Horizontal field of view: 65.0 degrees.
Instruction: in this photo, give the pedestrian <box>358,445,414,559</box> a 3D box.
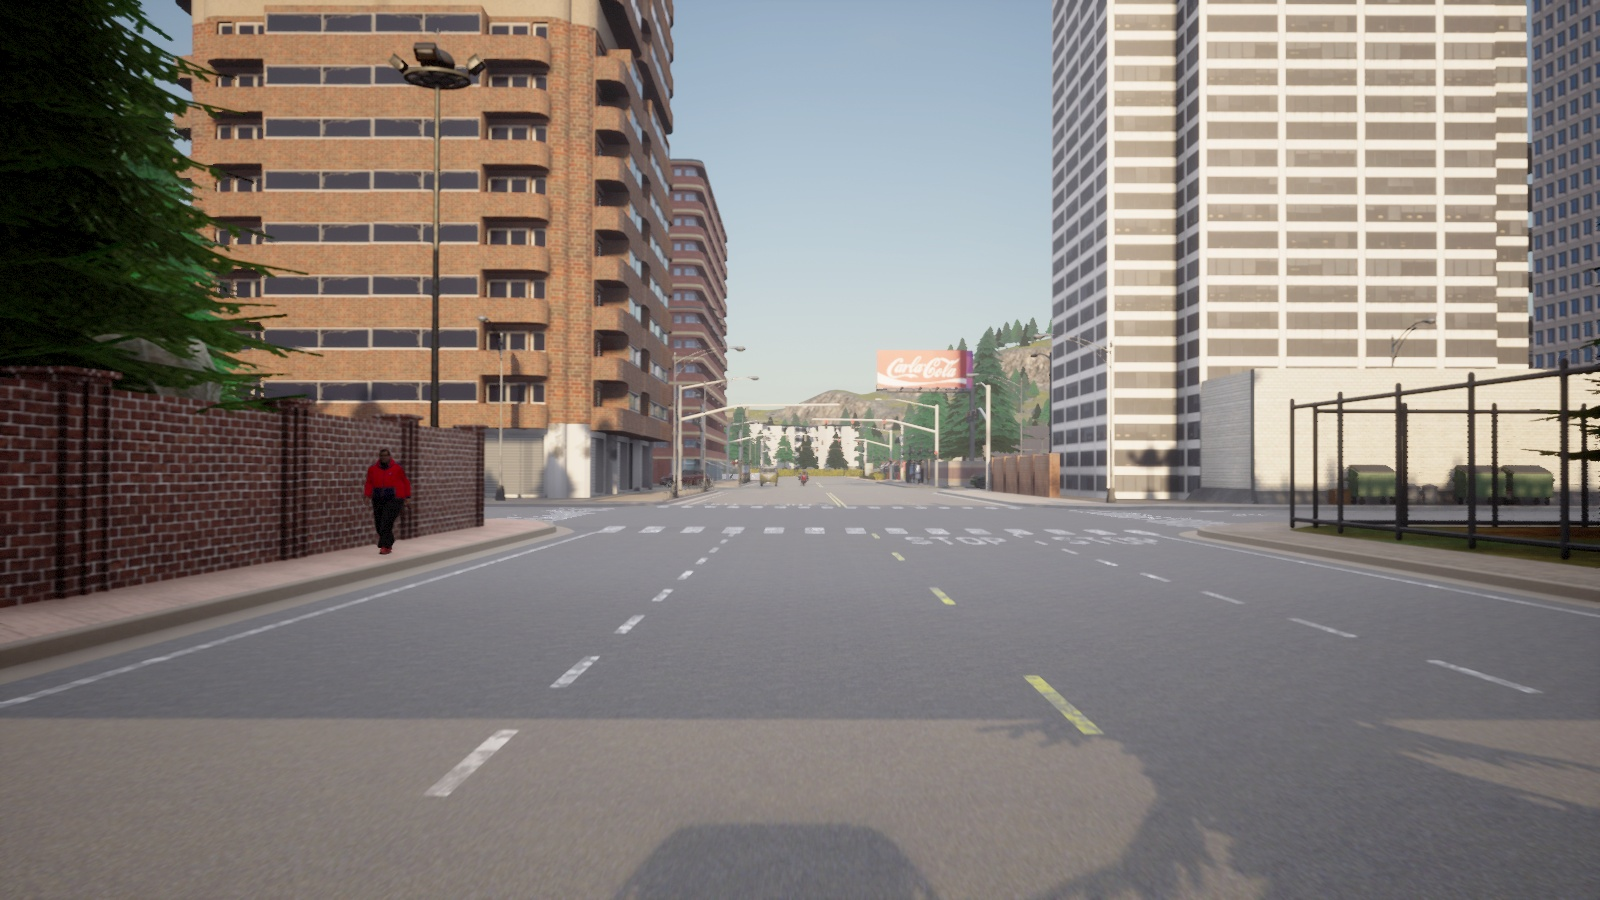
[{"bbox_3d":[-6.836,0.848,20.770,0.634,1.844,0.899,0,-1,-1],"label":"pedestrian"}]
